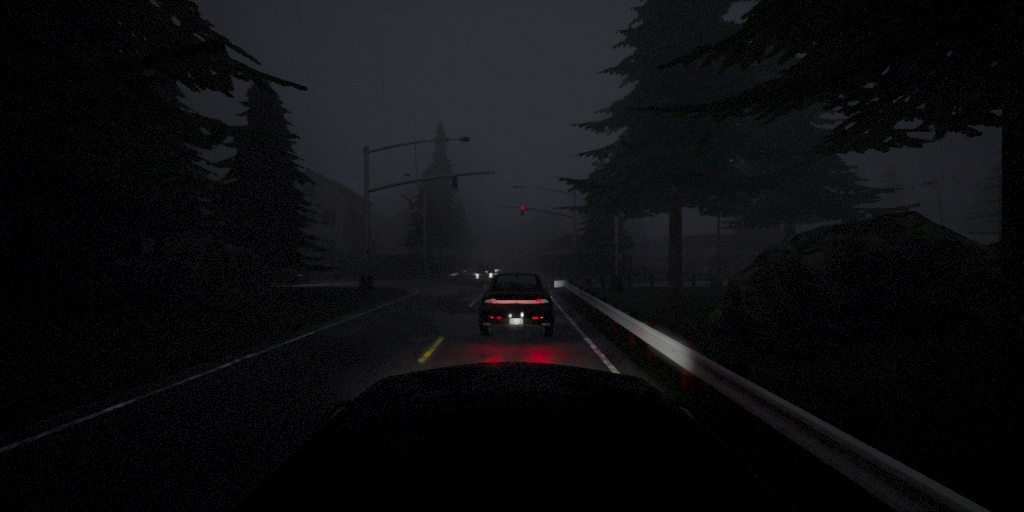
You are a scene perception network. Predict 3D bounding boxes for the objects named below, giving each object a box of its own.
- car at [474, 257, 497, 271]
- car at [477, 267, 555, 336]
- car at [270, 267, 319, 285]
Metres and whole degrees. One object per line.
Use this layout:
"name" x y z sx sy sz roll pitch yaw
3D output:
"car" -3.224 1.205 44.079 1.882 1.535 5.008 0 0 1
"car" 0.134 1.237 10.395 2.128 1.511 4.902 0 0 1
"car" -16.698 1.200 25.298 5.008 1.535 1.882 0 0 1
